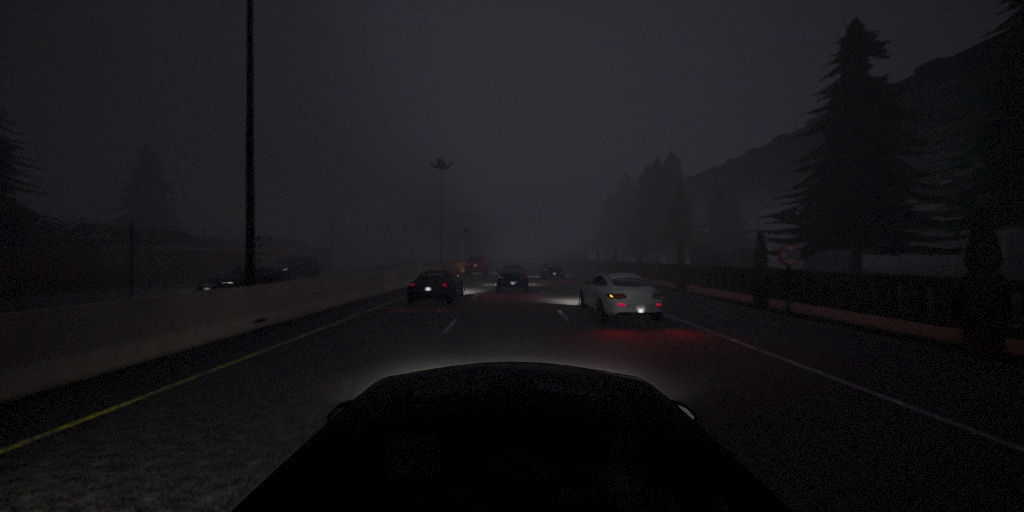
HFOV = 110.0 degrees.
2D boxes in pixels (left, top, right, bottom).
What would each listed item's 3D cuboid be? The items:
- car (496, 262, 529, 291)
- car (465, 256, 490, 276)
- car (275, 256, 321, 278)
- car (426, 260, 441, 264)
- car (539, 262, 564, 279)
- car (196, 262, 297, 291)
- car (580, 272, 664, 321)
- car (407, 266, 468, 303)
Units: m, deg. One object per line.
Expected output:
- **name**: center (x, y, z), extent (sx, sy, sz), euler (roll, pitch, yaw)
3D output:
- **car**: center (0.041, 1.284, 21.569), extent (1.812, 1.442, 4.674), euler (0, 0, 0)
- **car**: center (-3.509, 0.991, 37.005), extent (2.150, 2.045, 5.566), euler (0, 0, 0)
- **car**: center (-17.674, 1.016, 28.959), extent (2.150, 2.045, 5.566), euler (0, 0, 0)
- **car**: center (-10.656, 1.281, 49.495), extent (2.128, 1.511, 4.902), euler (0, 0, 0)
- **car**: center (3.509, 1.281, 31.866), extent (1.812, 1.442, 4.674), euler (0, 0, 0)
- **car**: center (-14.147, 1.275, 19.108), extent (2.128, 1.511, 4.902), euler (0, 0, 0)
- **car**: center (3.569, 1.273, 12.249), extent (1.812, 1.442, 4.674), euler (0, 0, 0)
- **car**: center (-3.444, 1.326, 16.694), extent (1.994, 1.385, 4.181), euler (0, 0, 0)
